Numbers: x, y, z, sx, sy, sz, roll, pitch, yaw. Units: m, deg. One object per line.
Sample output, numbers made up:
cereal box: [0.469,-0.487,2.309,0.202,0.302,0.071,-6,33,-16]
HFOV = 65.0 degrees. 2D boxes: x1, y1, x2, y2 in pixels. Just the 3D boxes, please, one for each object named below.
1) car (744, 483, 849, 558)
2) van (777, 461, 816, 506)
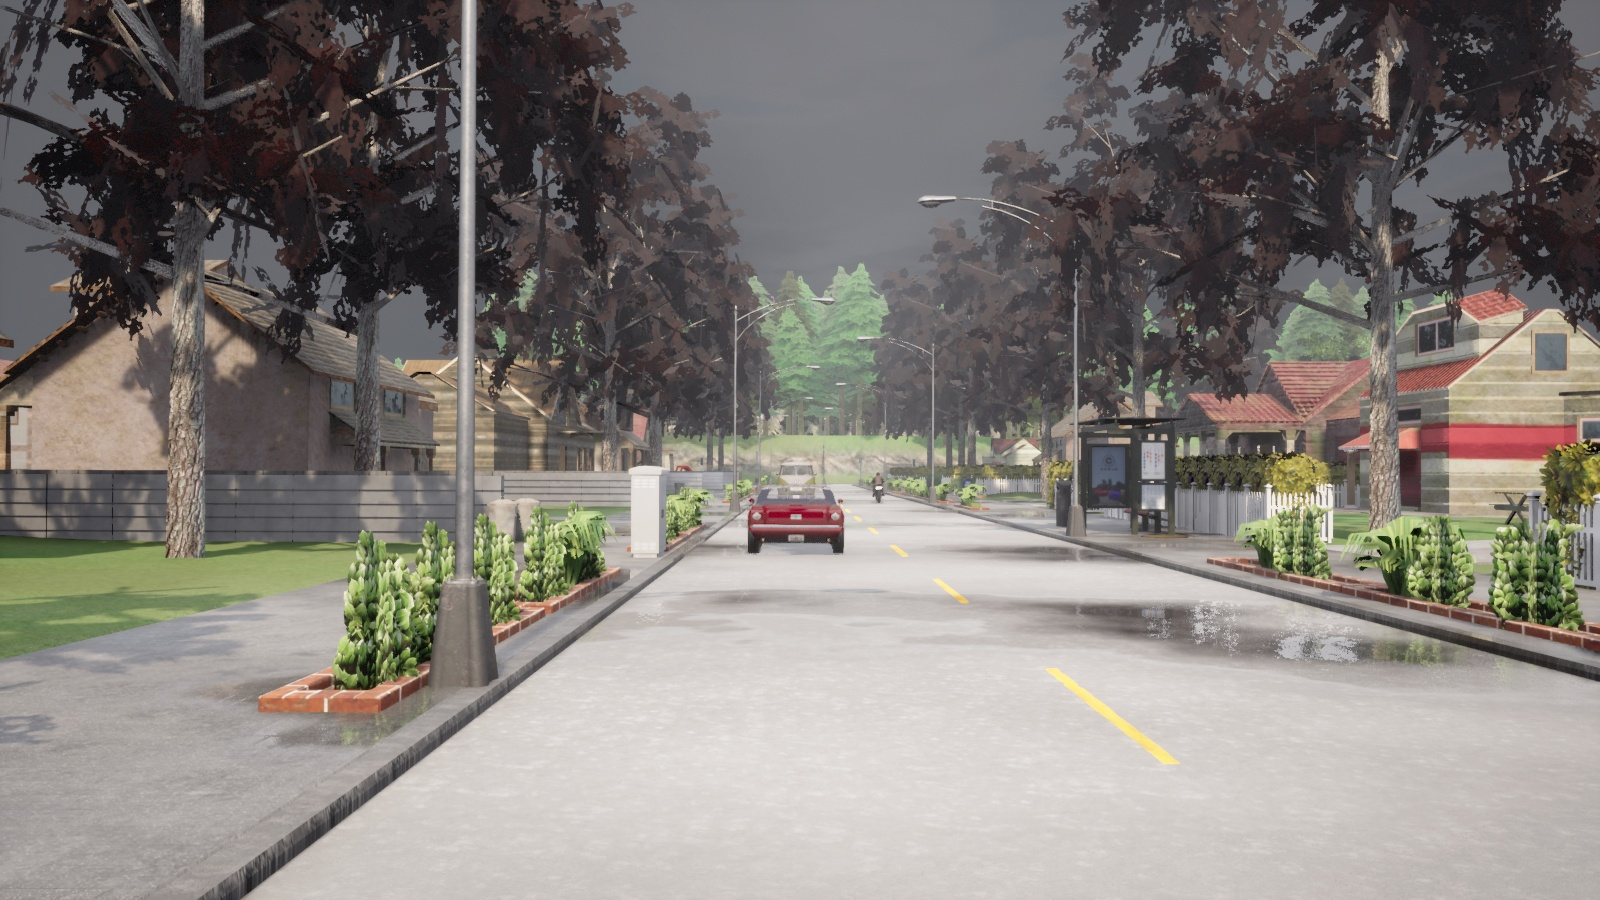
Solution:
car: [-0.068,1.335,25.073,1.895,1.301,4.718,0,-1,0]
van: [-0.160,1.549,58.541,1.775,1.987,4.442,0,-1,0]
